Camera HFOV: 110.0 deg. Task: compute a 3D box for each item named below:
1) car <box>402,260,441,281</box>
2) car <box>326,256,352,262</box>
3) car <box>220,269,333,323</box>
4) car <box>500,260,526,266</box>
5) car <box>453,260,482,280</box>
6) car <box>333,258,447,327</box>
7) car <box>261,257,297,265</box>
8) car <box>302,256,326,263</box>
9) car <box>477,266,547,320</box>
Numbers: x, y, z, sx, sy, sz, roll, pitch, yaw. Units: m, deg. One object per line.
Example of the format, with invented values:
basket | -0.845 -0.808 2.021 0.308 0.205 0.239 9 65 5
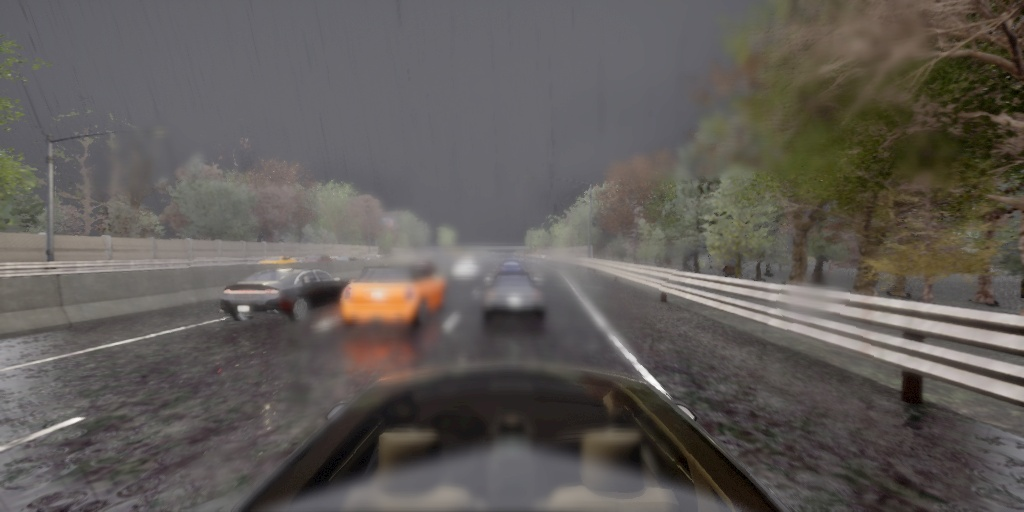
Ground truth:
car | -6.919 1.062 27.928 1.812 1.442 4.674 0 0 0
car | -21.085 0.883 45.474 1.882 1.535 5.008 0 0 0
car | -6.917 1.158 11.706 2.128 1.511 4.902 0 0 0
car | 0.081 1.063 27.925 1.812 1.442 4.674 0 0 0
car | -3.425 1.062 27.957 1.812 1.442 4.674 0 0 0
car | -3.419 1.023 11.366 2.097 1.767 4.553 0 1 0
car | -28.056 0.898 43.288 1.882 1.535 5.008 0 1 0
car | -24.582 0.757 45.479 2.097 1.767 4.553 0 0 0
car | 0.084 1.227 12.248 1.994 1.385 4.181 0 0 0
